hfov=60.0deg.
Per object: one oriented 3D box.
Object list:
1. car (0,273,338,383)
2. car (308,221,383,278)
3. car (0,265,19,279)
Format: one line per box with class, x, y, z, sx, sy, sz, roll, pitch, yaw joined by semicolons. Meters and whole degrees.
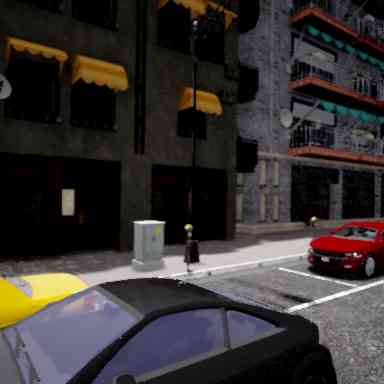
car;-0.591;1.574;2.941;4.181;1.385;1.994;1;0;-36
car;5.507;1.633;10.477;4.507;1.381;1.887;1;0;-35
car;-3.625;1.519;3.964;4.829;1.417;1.752;1;0;-35
